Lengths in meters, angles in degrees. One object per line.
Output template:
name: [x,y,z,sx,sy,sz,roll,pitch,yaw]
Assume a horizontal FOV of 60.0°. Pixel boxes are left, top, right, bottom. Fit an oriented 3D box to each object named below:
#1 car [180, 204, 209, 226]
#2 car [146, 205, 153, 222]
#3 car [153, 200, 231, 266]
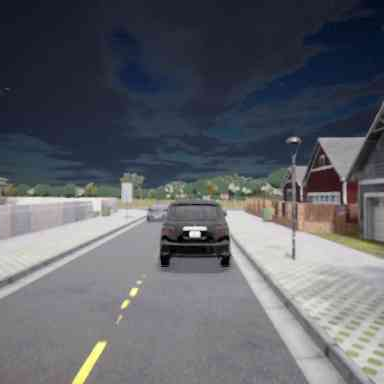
car: [0.192,1.692,25.770,2.033,1.411,5.357,0,0,1]
car: [-2.666,1.682,27.877,1.812,1.442,4.674,0,0,0]
car: [0.120,1.285,11.915,2.150,2.045,5.566,0,0,1]
